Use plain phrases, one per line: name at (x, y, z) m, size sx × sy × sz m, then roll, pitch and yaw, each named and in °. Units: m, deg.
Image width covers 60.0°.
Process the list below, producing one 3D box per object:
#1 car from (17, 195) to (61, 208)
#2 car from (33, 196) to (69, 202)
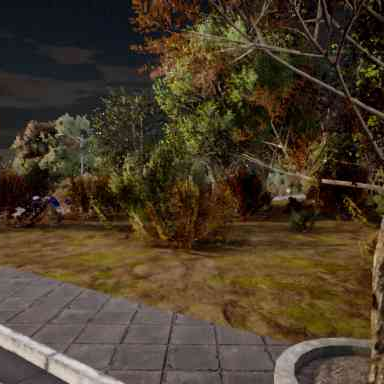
car at (-20.087, 1.221, 43.881) m, size 1.882 × 1.535 × 5.008 m, roll 0°, pitch 0°, yaw 32°
car at (-17.572, 1.245, 41.306) m, size 1.882 × 1.535 × 5.008 m, roll 0°, pitch 0°, yaw 32°
